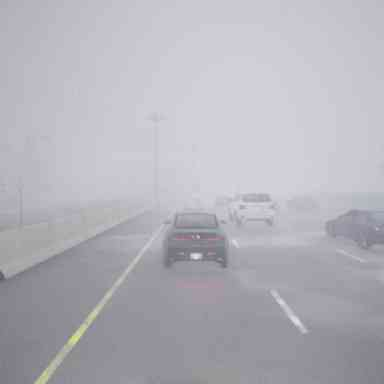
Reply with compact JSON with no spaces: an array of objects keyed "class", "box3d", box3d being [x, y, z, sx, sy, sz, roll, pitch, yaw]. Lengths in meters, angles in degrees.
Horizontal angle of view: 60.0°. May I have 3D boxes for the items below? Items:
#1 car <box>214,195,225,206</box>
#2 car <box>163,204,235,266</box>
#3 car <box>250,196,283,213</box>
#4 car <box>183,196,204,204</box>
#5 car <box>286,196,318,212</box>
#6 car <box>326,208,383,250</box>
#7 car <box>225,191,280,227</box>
[{"class":"car","box3d":[3.646,1.037,39.382,2.128,1.511,4.902,0,1,0]},{"class":"car","box3d":[0.112,1.372,10.960,1.837,1.490,4.892,0,1,0]},{"class":"car","box3d":[7.138,1.170,32.567,2.033,1.411,5.357,0,1,0]},{"class":"car","box3d":[0.137,1.155,32.048,1.812,1.442,4.674,0,1,0]},{"class":"car","box3d":[10.636,1.113,32.509,2.128,1.511,4.902,0,1,0]},{"class":"car","box3d":[7.112,1.365,13.448,1.812,1.442,4.674,0,1,0]},{"class":"car","box3d":[3.625,0.976,20.979,2.150,2.045,5.566,0,1,0]}]
